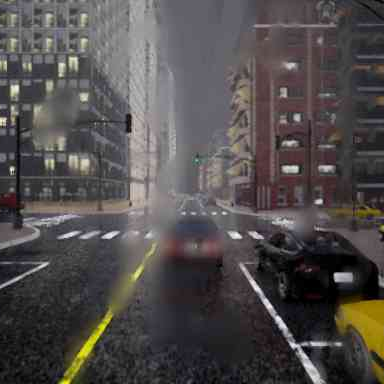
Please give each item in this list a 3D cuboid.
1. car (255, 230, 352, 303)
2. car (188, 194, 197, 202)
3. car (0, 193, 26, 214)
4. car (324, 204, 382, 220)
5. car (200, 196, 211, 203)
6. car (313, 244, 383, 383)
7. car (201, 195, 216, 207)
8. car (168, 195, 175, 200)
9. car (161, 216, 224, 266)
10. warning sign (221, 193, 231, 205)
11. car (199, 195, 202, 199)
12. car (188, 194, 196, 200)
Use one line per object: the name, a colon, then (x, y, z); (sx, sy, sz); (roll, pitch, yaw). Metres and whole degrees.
car: (2.694, 1.552, 7.992); (1.947, 1.339, 4.313); (0, 0, 0)
car: (0.039, 1.487, 72.647); (1.895, 1.301, 4.718); (0, 0, 0)
car: (-17.678, 0.977, 30.065); (5.009, 1.841, 2.192); (1, -1, 0)
car: (14.658, 1.781, 30.326); (4.829, 1.417, 1.752); (1, -1, 0)
car: (2.728, 1.454, 68.581); (2.008, 1.369, 4.403); (0, 0, 0)
car: (2.691, 1.520, 2.479); (1.752, 1.417, 4.829); (0, 0, 0)
car: (2.767, 1.506, 50.016); (1.802, 1.307, 4.206); (0, 0, 0)
car: (-5.640, 1.435, 91.180); (2.008, 1.369, 4.403); (0, 0, 0)
car: (0.076, 1.528, 11.400); (2.033, 1.411, 5.357); (0, 0, 2)
warning sign: (5.091, 1.039, 50.129); (1.300, 1.860, 1.060); (0, 0, 0)
car: (2.724, 1.460, 62.933); (2.008, 1.369, 4.403); (0, 0, 0)
car: (0.045, 1.201, 82.618); (1.882, 1.535, 5.008); (0, 0, 0)
